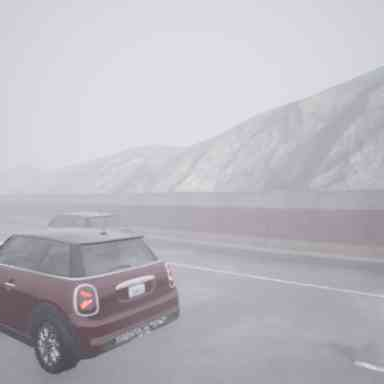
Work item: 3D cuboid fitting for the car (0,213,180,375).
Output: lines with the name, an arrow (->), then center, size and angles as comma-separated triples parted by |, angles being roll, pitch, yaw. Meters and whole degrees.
car -> -2.468, 1.420, 5.957 | 4.553, 1.767, 2.097 | -1, -1, 37

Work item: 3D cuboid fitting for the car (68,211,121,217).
car -> -4.026, 1.480, 11.674 | 4.553, 1.767, 2.097 | -1, -1, 39
